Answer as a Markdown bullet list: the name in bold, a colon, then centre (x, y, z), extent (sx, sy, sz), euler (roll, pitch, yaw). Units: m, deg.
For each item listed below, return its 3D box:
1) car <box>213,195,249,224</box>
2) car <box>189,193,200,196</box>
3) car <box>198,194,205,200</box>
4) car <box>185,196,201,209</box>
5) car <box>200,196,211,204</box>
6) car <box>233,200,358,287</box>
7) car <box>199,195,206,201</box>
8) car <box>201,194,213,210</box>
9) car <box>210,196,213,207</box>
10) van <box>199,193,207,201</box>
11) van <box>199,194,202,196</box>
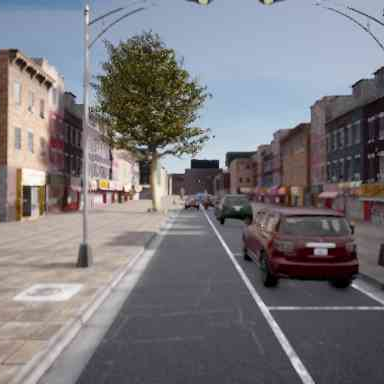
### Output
- **car**: centre (2.985, 1.209, 24.405), extent (2.150, 2.045, 5.566), euler (0, 0, 0)
- **car**: centre (0.038, 1.304, 60.656), extent (2.097, 1.767, 4.553), euler (0, 1, 1)
- **car**: centre (2.658, 1.377, 92.342), extent (1.967, 1.590, 4.097), euler (1, 0, 0)
- **car**: centre (0.030, 1.564, 44.166), extent (1.895, 1.301, 4.718), euler (0, 0, 1)
- **car**: centre (2.655, 1.510, 64.640), extent (1.947, 1.339, 4.313), euler (1, 0, 0)
- **car**: centre (2.652, 1.309, 9.231), extent (2.192, 1.841, 5.009), euler (1, 0, 0)
- **car**: centre (2.657, 1.462, 86.973), extent (1.752, 1.417, 4.829), euler (1, 0, 0)
- **car**: centre (2.656, 1.279, 42.476), extent (2.192, 1.841, 5.009), euler (1, 0, 0)
- **car**: centre (3.019, 1.452, 31.376), extent (1.882, 1.535, 5.008), euler (0, 0, 0)
- **van**: centre (2.659, 1.277, 81.261), extent (1.690, 1.788, 3.998), euler (1, 0, 0)
- **van**: centre (2.657, 1.290, 59.099), extent (1.690, 1.788, 3.998), euler (1, 0, 0)
